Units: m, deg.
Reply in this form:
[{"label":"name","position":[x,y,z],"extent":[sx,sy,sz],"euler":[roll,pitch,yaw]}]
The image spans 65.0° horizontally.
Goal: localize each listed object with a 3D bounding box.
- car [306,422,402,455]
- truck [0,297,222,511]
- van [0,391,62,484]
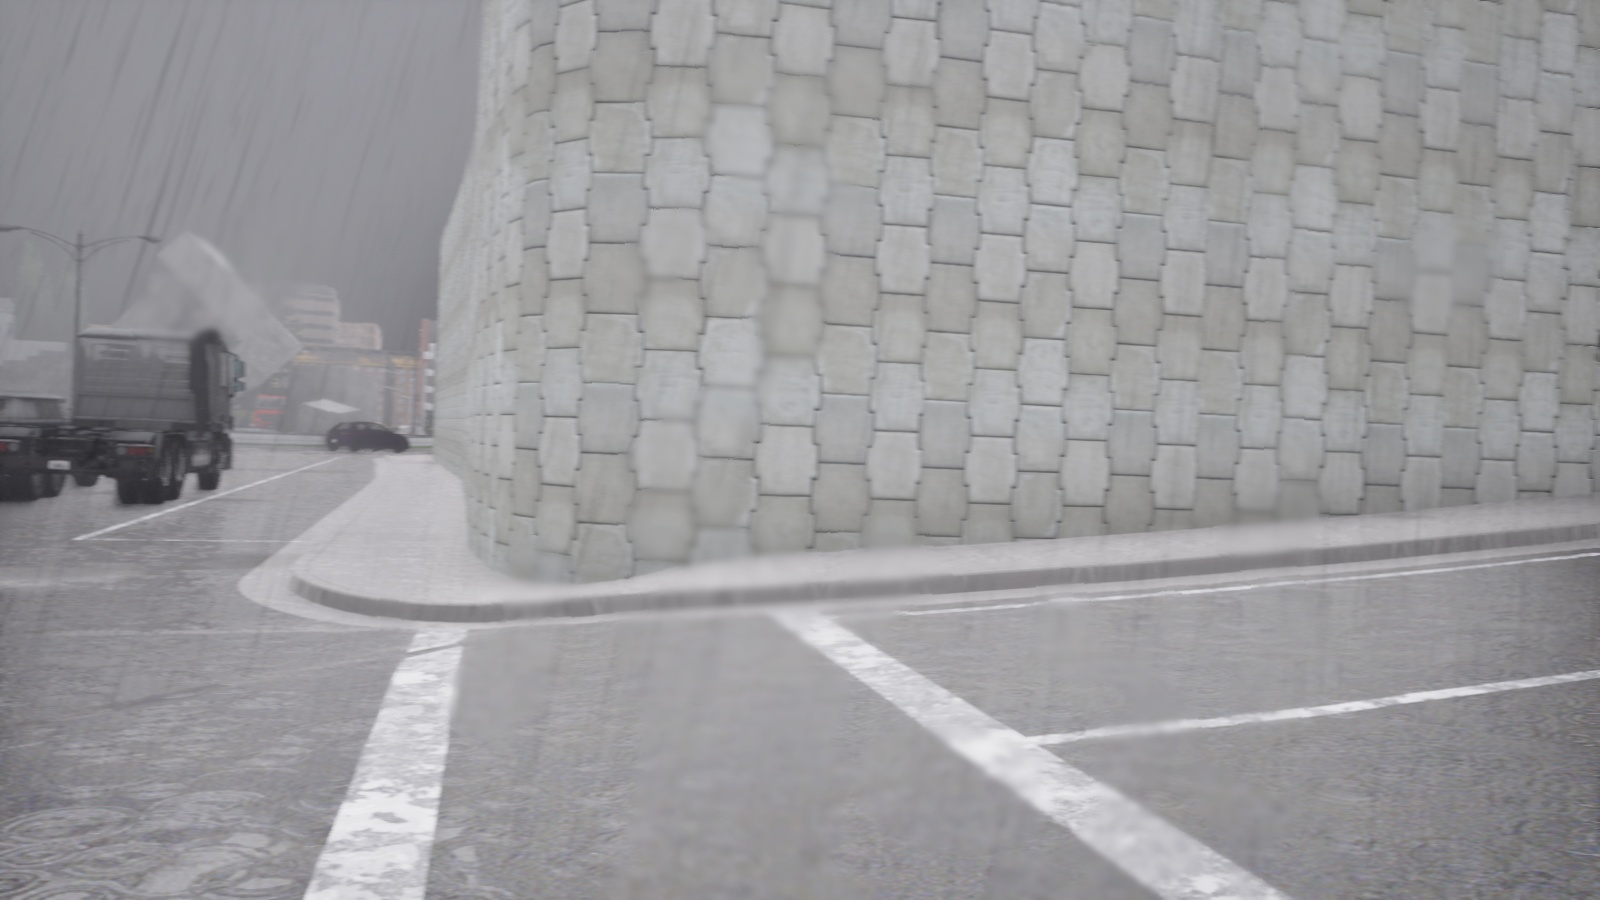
[{"label":"car","position":[-21.630,-0.554,61.006],"extent":[1.816,1.474,4.193],"euler":[3,1,28]},{"label":"truck","position":[-13.626,-0.837,24.554],"extent":[2.891,3.462,7.936],"euler":[2,1,-16]},{"label":"van","position":[-18.409,-0.339,28.480],"extent":[1.775,1.987,4.442],"euler":[2,1,-16]}]
